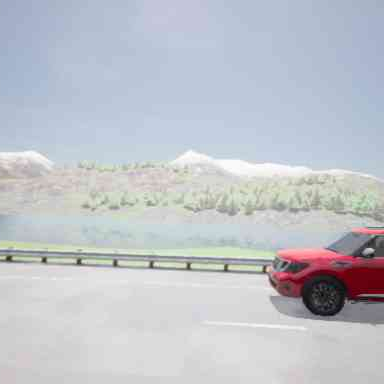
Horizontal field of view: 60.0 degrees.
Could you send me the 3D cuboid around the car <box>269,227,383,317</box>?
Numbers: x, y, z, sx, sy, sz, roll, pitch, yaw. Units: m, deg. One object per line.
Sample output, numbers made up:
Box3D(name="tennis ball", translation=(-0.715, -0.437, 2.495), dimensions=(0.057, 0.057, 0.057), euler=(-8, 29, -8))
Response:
Box3D(name="car", translation=(4.834, 1.918, 8.429), dimensions=(5.566, 2.045, 2.150), euler=(2, -4, 5))
